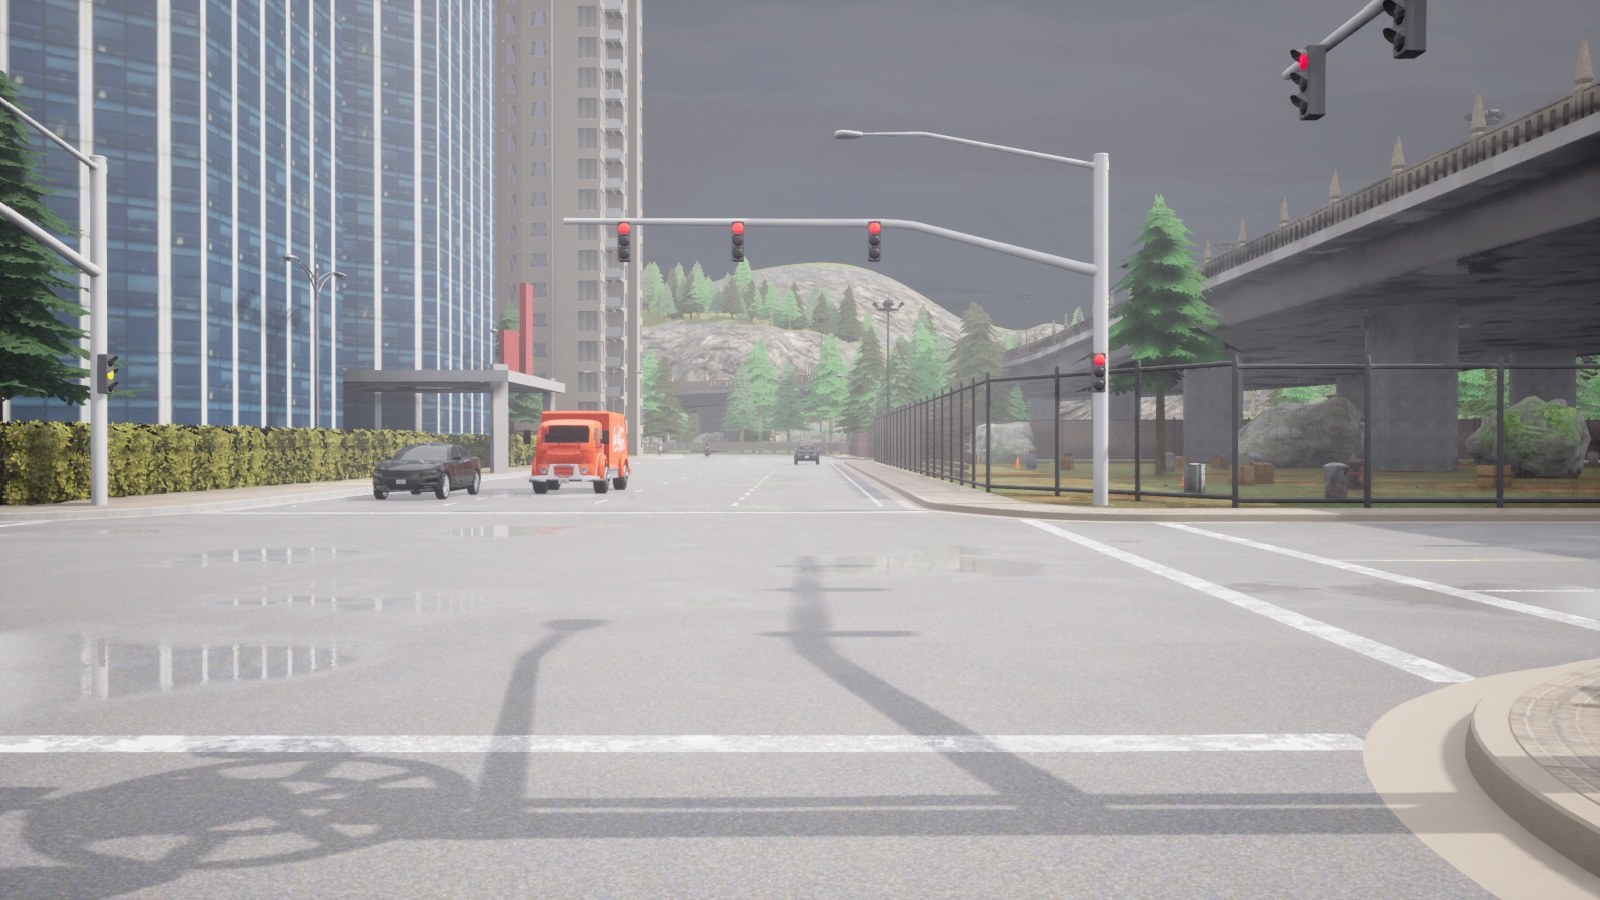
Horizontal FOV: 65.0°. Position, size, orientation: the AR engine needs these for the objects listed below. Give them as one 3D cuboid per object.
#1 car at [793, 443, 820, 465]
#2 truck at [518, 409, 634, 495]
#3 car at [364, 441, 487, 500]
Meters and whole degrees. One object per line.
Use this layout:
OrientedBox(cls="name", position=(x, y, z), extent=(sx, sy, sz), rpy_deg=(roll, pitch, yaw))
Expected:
OrientedBox(cls="car", position=(0.479, 0.267, 87.384), extent=(1.816, 1.474, 4.193), rpy_deg=(0, 0, 0))
OrientedBox(cls="truck", position=(-6.780, 0.036, 38.678), extent=(2.627, 2.467, 5.204), rpy_deg=(0, 0, 0))
OrientedBox(cls="car", position=(-10.300, 0.519, 34.939), extent=(1.882, 1.535, 5.008), rpy_deg=(0, 0, 0))
